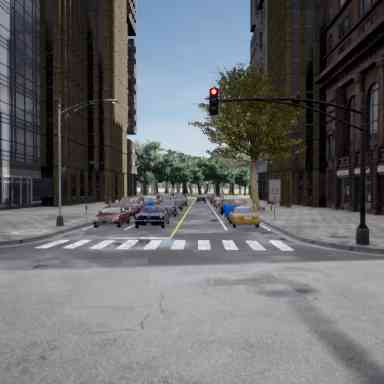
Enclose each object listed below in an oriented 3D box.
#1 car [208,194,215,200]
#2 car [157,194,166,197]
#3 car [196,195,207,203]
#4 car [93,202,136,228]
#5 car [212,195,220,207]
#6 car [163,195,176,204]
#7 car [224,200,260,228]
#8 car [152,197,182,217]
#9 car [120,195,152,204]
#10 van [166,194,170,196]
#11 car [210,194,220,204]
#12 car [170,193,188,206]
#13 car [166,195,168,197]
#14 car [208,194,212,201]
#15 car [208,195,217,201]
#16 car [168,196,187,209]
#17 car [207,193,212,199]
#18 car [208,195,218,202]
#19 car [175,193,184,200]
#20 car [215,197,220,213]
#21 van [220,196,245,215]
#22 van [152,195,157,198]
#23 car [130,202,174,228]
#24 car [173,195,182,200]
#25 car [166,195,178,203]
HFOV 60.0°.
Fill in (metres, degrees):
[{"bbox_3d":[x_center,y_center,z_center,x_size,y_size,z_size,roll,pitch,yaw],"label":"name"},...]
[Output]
[{"bbox_3d":[4.946,1.342,84.355,1.752,1.417,4.829,0,0,1],"label":"car"},{"bbox_3d":[-4.739,1.262,38.976,2.192,1.841,5.009,-1,0,1],"label":"car"},{"bbox_3d":[1.820,1.378,65.877,1.837,1.490,4.892,0,0,1],"label":"car"},{"bbox_3d":[-5.170,1.561,21.942,1.802,1.307,4.206,-1,0,1],"label":"car"},{"bbox_3d":[3.935,1.458,44.614,1.752,1.417,4.829,-1,0,1],"label":"car"},{"bbox_3d":[-4.159,1.326,61.687,1.967,1.590,4.097,0,0,1],"label":"car"},{"bbox_3d":[3.356,1.505,21.903,1.752,1.417,4.829,-1,0,1],"label":"car"},{"bbox_3d":[-2.255,1.469,31.207,1.837,1.490,4.892,0,0,2],"label":"car"},{"bbox_3d":[-5.029,1.285,27.620,2.192,1.841,5.009,-1,0,1],"label":"car"},{"bbox_3d":[-4.305,1.243,56.009,1.690,1.788,3.998,0,0,1],"label":"van"},{"bbox_3d":[4.075,1.463,50.122,1.887,1.381,4.507,-1,0,1],"label":"car"},{"bbox_3d":[-1.721,1.269,50.618,2.097,1.767,4.553,0,0,2],"label":"car"},{"bbox_3d":[-4.592,1.484,44.655,2.008,1.369,4.403,-1,0,1],"label":"car"},{"bbox_3d":[4.219,1.453,55.799,2.008,1.369,4.403,-1,0,1],"label":"car"},{"bbox_3d":[4.798,1.417,78.508,1.802,1.307,4.206,0,0,1],"label":"car"},{"bbox_3d":[-2.014,1.544,40.514,1.895,1.301,4.718,0,0,2],"label":"car"},{"bbox_3d":[4.362,1.201,61.475,2.192,1.841,5.009,-1,0,1],"label":"car"},{"bbox_3d":[4.653,1.403,72.830,2.008,1.369,4.403,0,0,1],"label":"car"},{"bbox_3d":[-3.438,1.114,90.076,2.192,1.841,5.009,0,0,1],"label":"car"},{"bbox_3d":[3.641,1.526,33.089,1.947,1.339,4.313,-1,0,1],"label":"car"},{"bbox_3d":[3.494,1.312,27.411,1.690,1.788,3.998,-1,0,1],"label":"van"},{"bbox_3d":[-4.884,1.301,33.298,1.690,1.788,3.998,-1,0,1],"label":"van"},{"bbox_3d":[-2.497,1.580,21.871,1.895,1.301,4.718,0,0,2],"label":"car"},{"bbox_3d":[-3.580,1.362,84.398,1.887,1.381,4.507,0,0,1],"label":"car"},{"bbox_3d":[-4.014,1.414,67.365,1.887,1.381,4.507,0,0,1],"label":"car"}]
